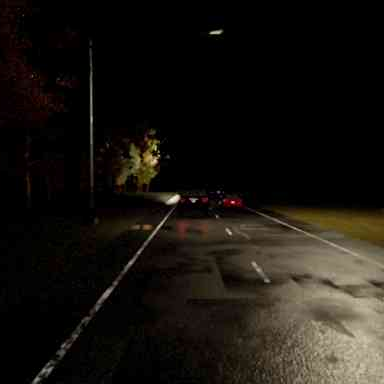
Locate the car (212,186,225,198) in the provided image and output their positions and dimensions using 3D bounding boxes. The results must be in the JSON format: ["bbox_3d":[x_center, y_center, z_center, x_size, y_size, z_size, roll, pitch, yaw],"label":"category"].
[{"bbox_3d":[3.608,0.119,48.194,2.150,2.045,5.566,0,2,0],"label":"car"}]

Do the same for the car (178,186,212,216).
[{"bbox_3d":[0.100,0.647,25.208,2.150,2.045,5.566,0,2,0],"label":"car"}]

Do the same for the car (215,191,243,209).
[{"bbox_3d":[3.606,0.844,31.378,1.994,1.385,4.181,0,1,0],"label":"car"}]

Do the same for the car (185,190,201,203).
[{"bbox_3d":[0.116,0.553,43.376,2.033,1.411,5.357,0,1,0],"label":"car"}]
